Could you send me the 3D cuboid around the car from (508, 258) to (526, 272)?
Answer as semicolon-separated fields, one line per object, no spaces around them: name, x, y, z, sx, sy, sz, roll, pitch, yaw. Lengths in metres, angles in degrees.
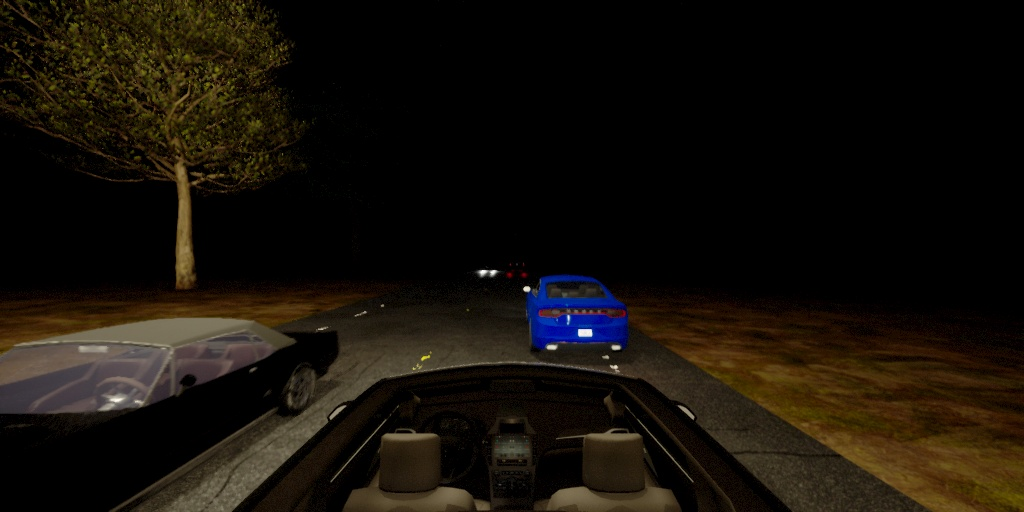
car;0.601;0.955;42.567;2.097;1.767;4.553;0;1;1

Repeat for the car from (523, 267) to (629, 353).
car;1.328;1.205;8.836;1.882;1.535;5.008;0;0;1

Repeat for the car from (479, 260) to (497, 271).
car;-3.030;1.147;46.133;1.994;1.385;4.181;0;0;1

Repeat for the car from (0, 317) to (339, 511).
car;-3.565;1.346;3.188;1.895;1.301;4.718;0;0;1
